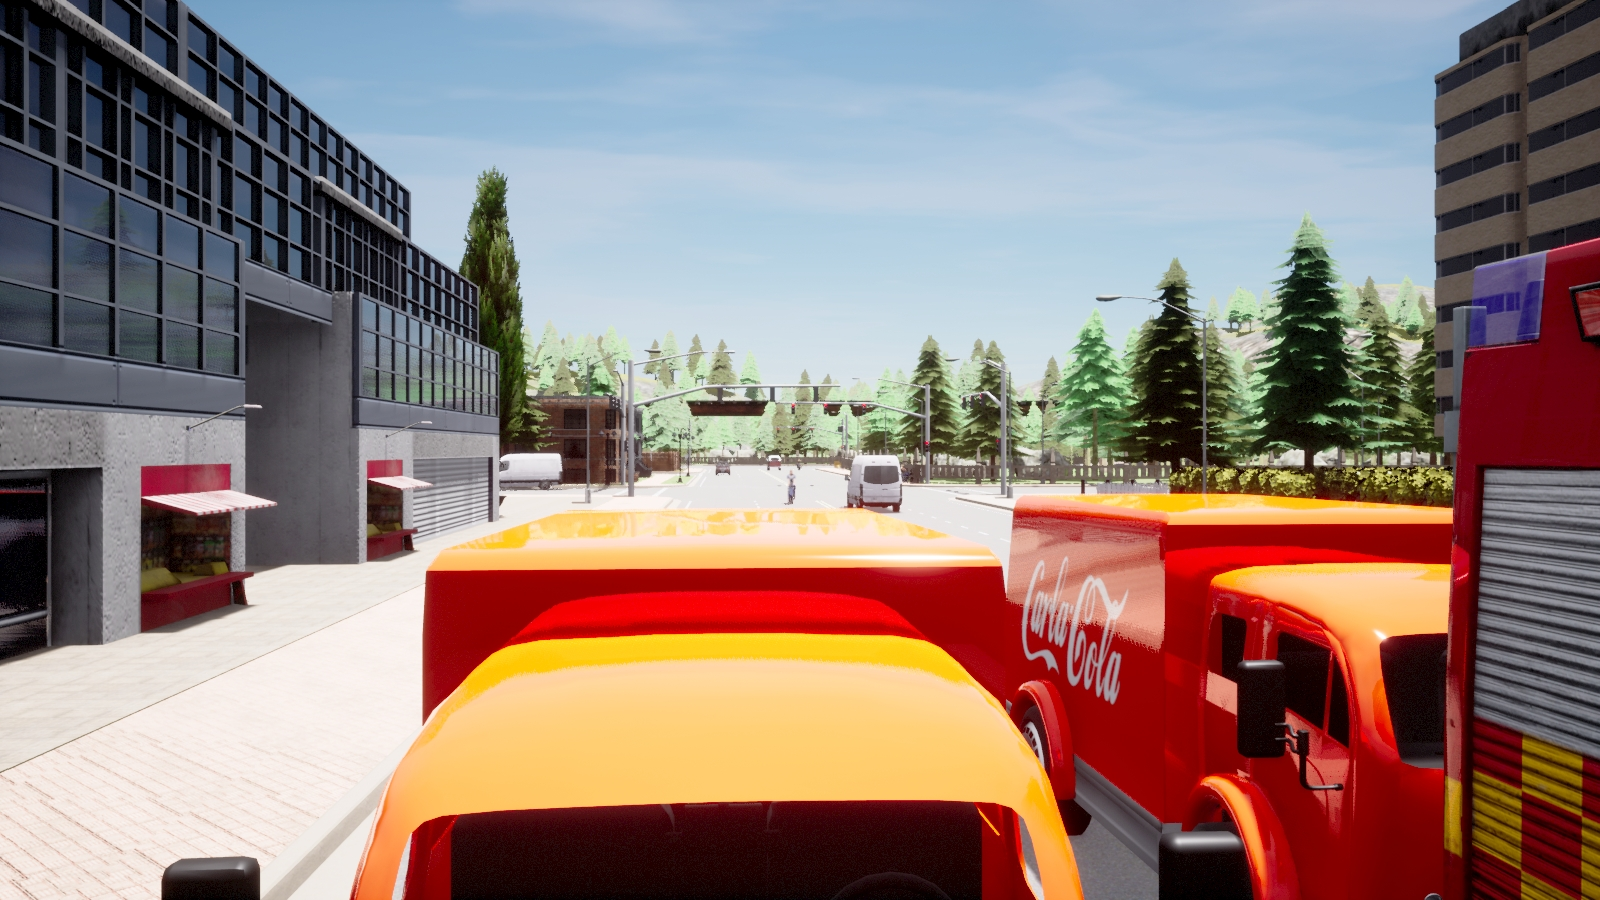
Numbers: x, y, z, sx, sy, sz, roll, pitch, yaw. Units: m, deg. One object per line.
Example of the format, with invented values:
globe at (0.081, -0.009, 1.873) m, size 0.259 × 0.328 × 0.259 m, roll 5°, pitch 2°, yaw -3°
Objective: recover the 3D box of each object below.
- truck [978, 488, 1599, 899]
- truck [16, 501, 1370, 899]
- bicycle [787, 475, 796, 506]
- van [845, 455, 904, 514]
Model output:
truck at (3.003, 1.568, 7.234) m, size 2.627 × 2.467 × 5.204 m, roll 0°, pitch 0°, yaw -4°
truck at (-0.347, 1.568, 4.821) m, size 2.627 × 2.467 × 5.204 m, roll 0°, pitch 0°, yaw -4°
bicycle at (-0.422, 2.056, 58.189) m, size 0.373 × 1.496 × 1.643 m, roll 0°, pitch 0°, yaw -4°
van at (3.411, 1.534, 53.444) m, size 1.988 × 2.561 × 5.915 m, roll 0°, pitch 0°, yaw -4°
